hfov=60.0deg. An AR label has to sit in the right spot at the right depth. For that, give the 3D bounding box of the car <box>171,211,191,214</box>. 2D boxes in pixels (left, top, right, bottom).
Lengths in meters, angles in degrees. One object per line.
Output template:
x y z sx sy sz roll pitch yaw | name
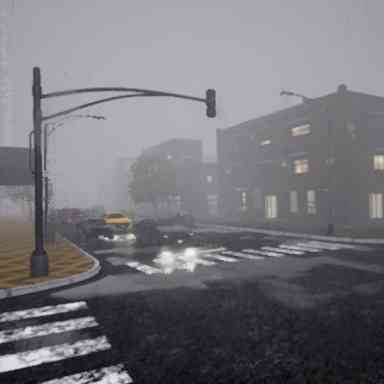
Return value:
-1.273 2.390 30.294 2.008 1.369 4.403 -2 -1 -28 | car

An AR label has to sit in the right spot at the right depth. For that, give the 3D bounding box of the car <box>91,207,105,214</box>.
-11.381 2.762 36.788 2.128 1.511 4.902 -1 -2 -28 | car

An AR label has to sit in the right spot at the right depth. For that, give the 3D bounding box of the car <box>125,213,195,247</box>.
-1.804 2.123 18.660 2.033 1.411 5.357 -1 -2 -28 | car

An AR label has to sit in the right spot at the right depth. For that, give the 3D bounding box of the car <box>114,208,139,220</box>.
-8.793 2.929 44.257 2.008 1.369 4.403 -2 -1 -28 | car

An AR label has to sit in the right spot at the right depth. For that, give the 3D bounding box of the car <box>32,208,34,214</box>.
-39.759 4.713 84.844 1.752 1.417 4.829 -2 -1 -28 | car

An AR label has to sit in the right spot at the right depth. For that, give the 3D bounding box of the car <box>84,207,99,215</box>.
-19.574 3.682 64.609 1.752 1.417 4.829 -2 -1 -28 | car

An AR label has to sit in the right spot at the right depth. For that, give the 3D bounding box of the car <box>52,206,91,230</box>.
-11.143 2.428 30.522 2.192 1.841 5.009 -2 -1 -28 | car

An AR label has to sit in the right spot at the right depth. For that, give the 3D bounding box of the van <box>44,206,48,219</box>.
-21.738 3.226 50.770 1.690 1.788 3.998 -2 -1 -28 | van

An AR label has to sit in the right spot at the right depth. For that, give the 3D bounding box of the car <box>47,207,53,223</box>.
-16.231 2.927 40.341 1.967 1.590 4.097 -2 -1 -28 | car

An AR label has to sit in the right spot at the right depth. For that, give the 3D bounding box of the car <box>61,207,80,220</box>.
-18.270 3.122 49.986 2.097 1.767 4.553 -1 -1 -28 | car

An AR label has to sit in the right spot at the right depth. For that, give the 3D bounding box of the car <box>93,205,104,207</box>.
-15.505 3.236 51.404 1.837 1.490 4.892 -1 -2 -28 | car

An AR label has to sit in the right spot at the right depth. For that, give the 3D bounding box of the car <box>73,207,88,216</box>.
-20.319 3.556 60.495 1.882 1.535 5.008 -1 -2 -28 | car

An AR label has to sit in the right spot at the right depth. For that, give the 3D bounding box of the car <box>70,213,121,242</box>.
-6.323 2.329 21.369 1.947 1.339 4.313 -2 -1 -28 | car

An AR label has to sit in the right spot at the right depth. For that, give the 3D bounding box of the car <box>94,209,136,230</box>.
-6.341 2.382 27.238 1.882 1.535 5.008 -1 -1 -28 | car

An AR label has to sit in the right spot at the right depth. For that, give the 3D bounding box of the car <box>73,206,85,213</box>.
-27.074 4.193 79.473 1.882 1.535 5.008 -1 -2 -28 | car
